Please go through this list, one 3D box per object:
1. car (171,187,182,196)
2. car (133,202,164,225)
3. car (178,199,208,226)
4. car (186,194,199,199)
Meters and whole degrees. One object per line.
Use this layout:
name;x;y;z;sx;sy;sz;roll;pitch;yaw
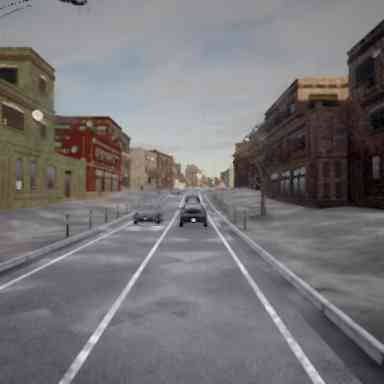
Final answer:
car;-3.032;-0.093;65.337;1.837;1.490;4.892;0;3;1
car;-3.103;1.510;24.506;1.837;1.490;4.892;0;0;0
car;0.093;1.516;23.601;1.837;1.490;4.892;0;0;0
car;0.085;1.069;41.756;2.033;1.649;4.856;0;2;0
